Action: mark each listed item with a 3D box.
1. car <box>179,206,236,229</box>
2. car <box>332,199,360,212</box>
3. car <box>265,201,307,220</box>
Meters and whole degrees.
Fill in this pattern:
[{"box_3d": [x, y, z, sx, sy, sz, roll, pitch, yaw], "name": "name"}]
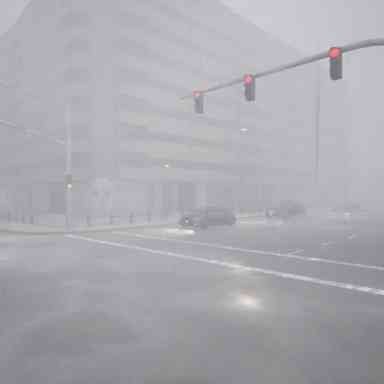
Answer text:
[{"box_3d": [1.092, 1.643, 22.136, 4.181, 1.385, 1.994, 0, 0, -45], "name": "car"}, {"box_3d": [17.956, 1.560, 38.623, 4.674, 1.442, 1.812, -1, 0, -44], "name": "car"}, {"box_3d": [8.343, 1.550, 29.304, 4.902, 1.511, 2.128, 0, 0, -44], "name": "car"}]
